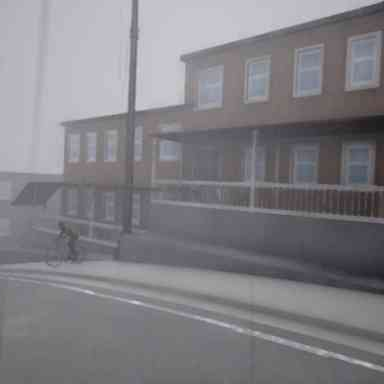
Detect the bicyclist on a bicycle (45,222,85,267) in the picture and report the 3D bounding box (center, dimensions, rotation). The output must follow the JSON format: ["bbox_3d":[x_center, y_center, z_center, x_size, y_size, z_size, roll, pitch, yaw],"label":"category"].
[{"bbox_3d":[-4.800,1.962,12.641,0.582,1.620,1.656,-7,-5,39],"label":"bicyclist on a bicycle"}]
